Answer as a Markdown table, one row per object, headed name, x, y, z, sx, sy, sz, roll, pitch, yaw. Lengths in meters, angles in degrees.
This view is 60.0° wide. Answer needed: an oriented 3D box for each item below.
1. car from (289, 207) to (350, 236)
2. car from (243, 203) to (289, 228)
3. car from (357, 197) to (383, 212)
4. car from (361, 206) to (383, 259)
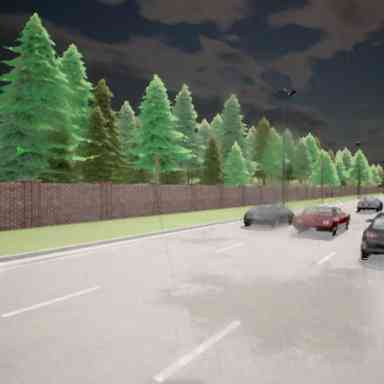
| name | x | y | z | sx | sy | sz | roll | pitch | yaw |
| --- | --- | --- | --- | --- | --- | --- | --- | --- | --- |
| car | 6.880 | 1.418 | 17.261 | 1.895 | 1.301 | 4.718 | 0 | 1 | 35 |
| car | 4.775 | 1.348 | 20.363 | 1.994 | 1.385 | 4.181 | 0 | 1 | 35 |
| car | 17.245 | 1.208 | 32.166 | 2.033 | 1.411 | 5.357 | 0 | 1 | 35 |
| car | 6.945 | 1.406 | 11.224 | 1.812 | 1.442 | 4.674 | 0 | 1 | 35 |
